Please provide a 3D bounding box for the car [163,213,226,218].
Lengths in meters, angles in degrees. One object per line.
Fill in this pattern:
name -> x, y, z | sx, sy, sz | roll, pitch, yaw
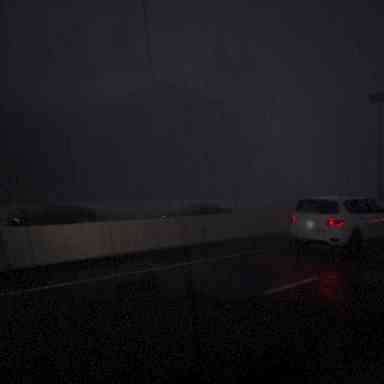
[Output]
car -> 0.572, 1.499, 22.434 | 5.357, 1.411, 2.033 | 0, 0, -41

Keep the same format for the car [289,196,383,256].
car -> 6.123, 1.158, 13.146 | 5.566, 2.045, 2.150 | 0, 0, -40

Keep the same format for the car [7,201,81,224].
car -> -11.567, 1.509, 26.113 | 4.902, 1.511, 2.128 | 0, 0, -38

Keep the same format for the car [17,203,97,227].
car -> -8.214, 1.488, 19.851 | 5.008, 1.535, 1.882 | 0, 0, -38
